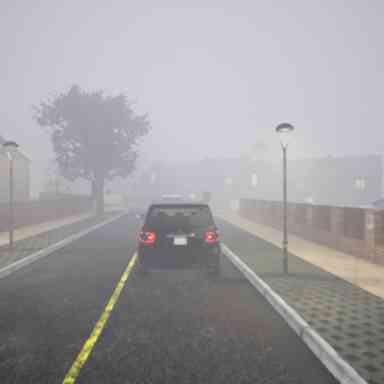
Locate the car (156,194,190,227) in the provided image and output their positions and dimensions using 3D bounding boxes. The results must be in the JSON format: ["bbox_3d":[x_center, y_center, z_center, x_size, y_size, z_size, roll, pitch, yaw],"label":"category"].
[{"bbox_3d":[-1.404,1.222,23.912,2.150,2.045,5.566,0,0,-4],"label":"car"}]

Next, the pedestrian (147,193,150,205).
[{"bbox_3d":[-6.446,1.055,49.127,0.375,1.860,0.375,-1,-5,28],"label":"pedestrian"}]

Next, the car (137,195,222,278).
[{"bbox_3d":[-0.457,1.231,10.368,2.150,2.045,5.566,0,0,-4],"label":"car"}]
